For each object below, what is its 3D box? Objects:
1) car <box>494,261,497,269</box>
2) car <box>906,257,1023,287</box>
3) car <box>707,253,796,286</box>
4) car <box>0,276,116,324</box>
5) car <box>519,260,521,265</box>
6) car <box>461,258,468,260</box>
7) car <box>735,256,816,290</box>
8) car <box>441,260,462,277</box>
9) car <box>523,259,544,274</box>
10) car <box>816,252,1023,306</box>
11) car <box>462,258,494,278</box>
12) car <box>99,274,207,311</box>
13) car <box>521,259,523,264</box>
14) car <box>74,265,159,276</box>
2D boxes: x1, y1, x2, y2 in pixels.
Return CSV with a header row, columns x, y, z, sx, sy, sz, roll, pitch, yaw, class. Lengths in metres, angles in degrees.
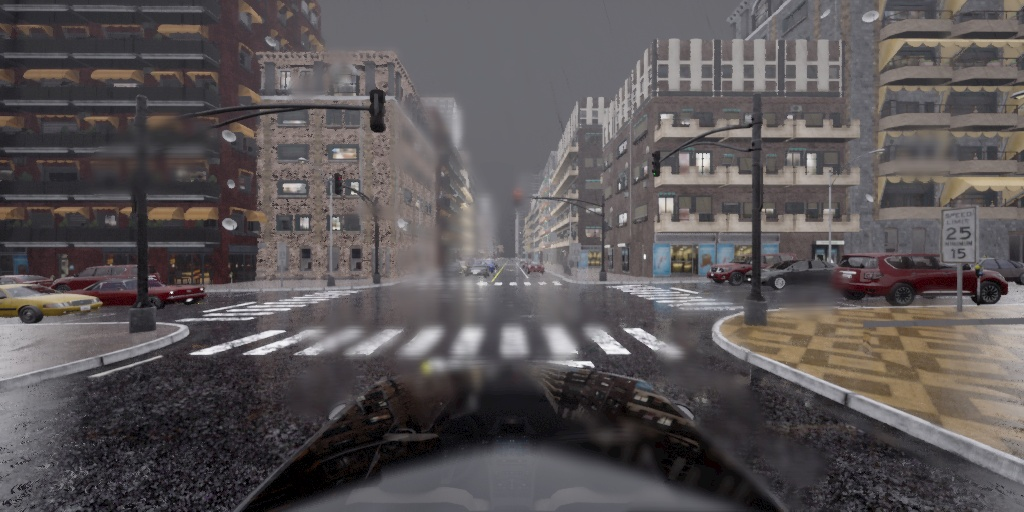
x,y,z,sx,sy,sz,roll,pitch,yaw,class
-3.185,1.237,44.233,1.882,1.535,5.008,0,0,0,car
24.727,0.807,19.052,5.357,1.411,2.033,-1,0,-1,car
14.536,0.759,21.530,5.009,1.841,2.192,0,0,-1,car
-17.652,1.585,12.804,4.829,1.417,1.751,0,0,-1,car
2.577,1.349,57.902,1.802,1.307,4.207,0,0,0,car
-5.769,1.284,40.666,1.751,1.417,4.829,0,0,0,car
14.936,0.947,18.944,4.892,1.490,1.837,-1,0,-1,car
-5.757,1.322,35.154,1.948,1.339,4.313,0,0,0,car
2.611,1.198,40.855,1.967,1.591,4.097,0,0,0,car
14.687,0.775,13.151,5.009,1.841,2.192,0,0,-1,car
-3.165,1.247,34.029,2.128,1.511,4.902,0,0,0,car
-16.090,1.623,15.405,4.718,1.301,1.895,-1,0,0,car
2.600,1.200,46.537,1.967,1.591,4.097,0,0,0,car
-23.638,1.462,21.088,5.009,1.841,2.192,0,0,-1,car
